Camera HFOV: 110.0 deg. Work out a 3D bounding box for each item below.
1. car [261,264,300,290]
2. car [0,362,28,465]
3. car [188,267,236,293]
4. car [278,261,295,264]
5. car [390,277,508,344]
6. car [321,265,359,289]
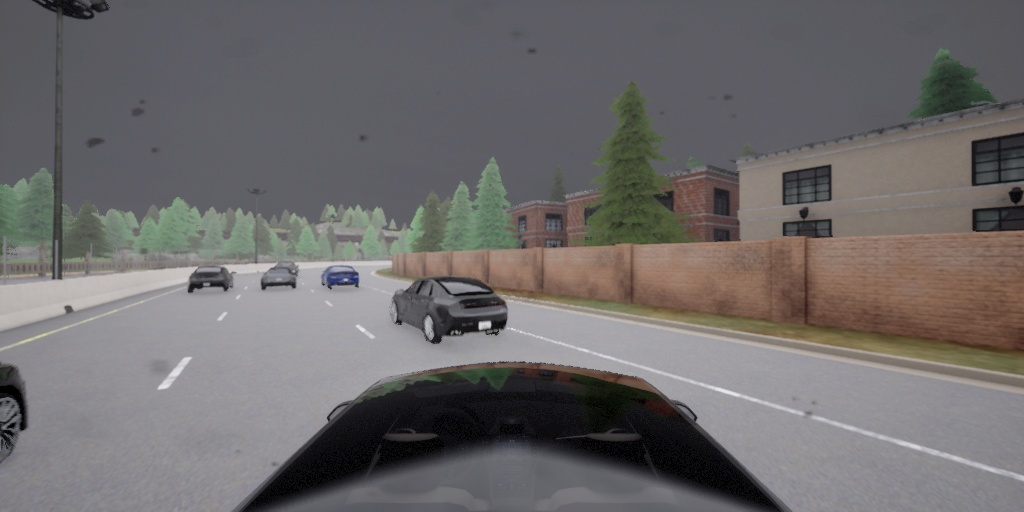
[{"bbox_3d":[-15.909,1.475,24.506,1.994,1.385,4.181,0,0,-33],"label":"car"},{"bbox_3d":[-4.752,1.238,1.667,2.128,1.511,4.902,0,-1,-34],"label":"car"},{"bbox_3d":[-18.711,1.400,22.416,1.837,1.490,4.892,0,-1,-34],"label":"car"},{"bbox_3d":[-23.407,1.353,37.294,2.097,1.767,4.553,0,-1,-27],"label":"car"},{"bbox_3d":[-1.957,1.315,10.048,1.837,1.490,4.892,0,0,-34],"label":"car"},{"bbox_3d":[-12.010,1.393,24.972,1.882,1.535,5.008,0,-1,-34],"label":"car"}]
